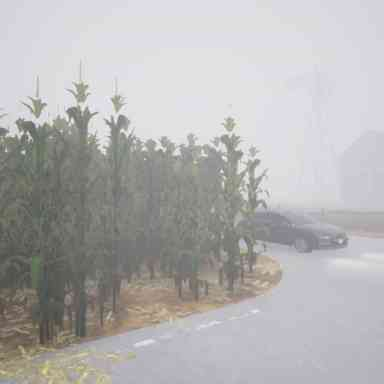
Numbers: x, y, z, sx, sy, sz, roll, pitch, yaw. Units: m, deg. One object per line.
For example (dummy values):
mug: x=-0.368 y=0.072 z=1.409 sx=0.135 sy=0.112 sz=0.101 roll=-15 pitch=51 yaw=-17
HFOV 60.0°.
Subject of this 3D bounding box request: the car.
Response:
car: x=3.972 y=1.504 z=13.848 sx=1.837 sy=1.490 sz=4.892 roll=0 pitch=0 yaw=-33
